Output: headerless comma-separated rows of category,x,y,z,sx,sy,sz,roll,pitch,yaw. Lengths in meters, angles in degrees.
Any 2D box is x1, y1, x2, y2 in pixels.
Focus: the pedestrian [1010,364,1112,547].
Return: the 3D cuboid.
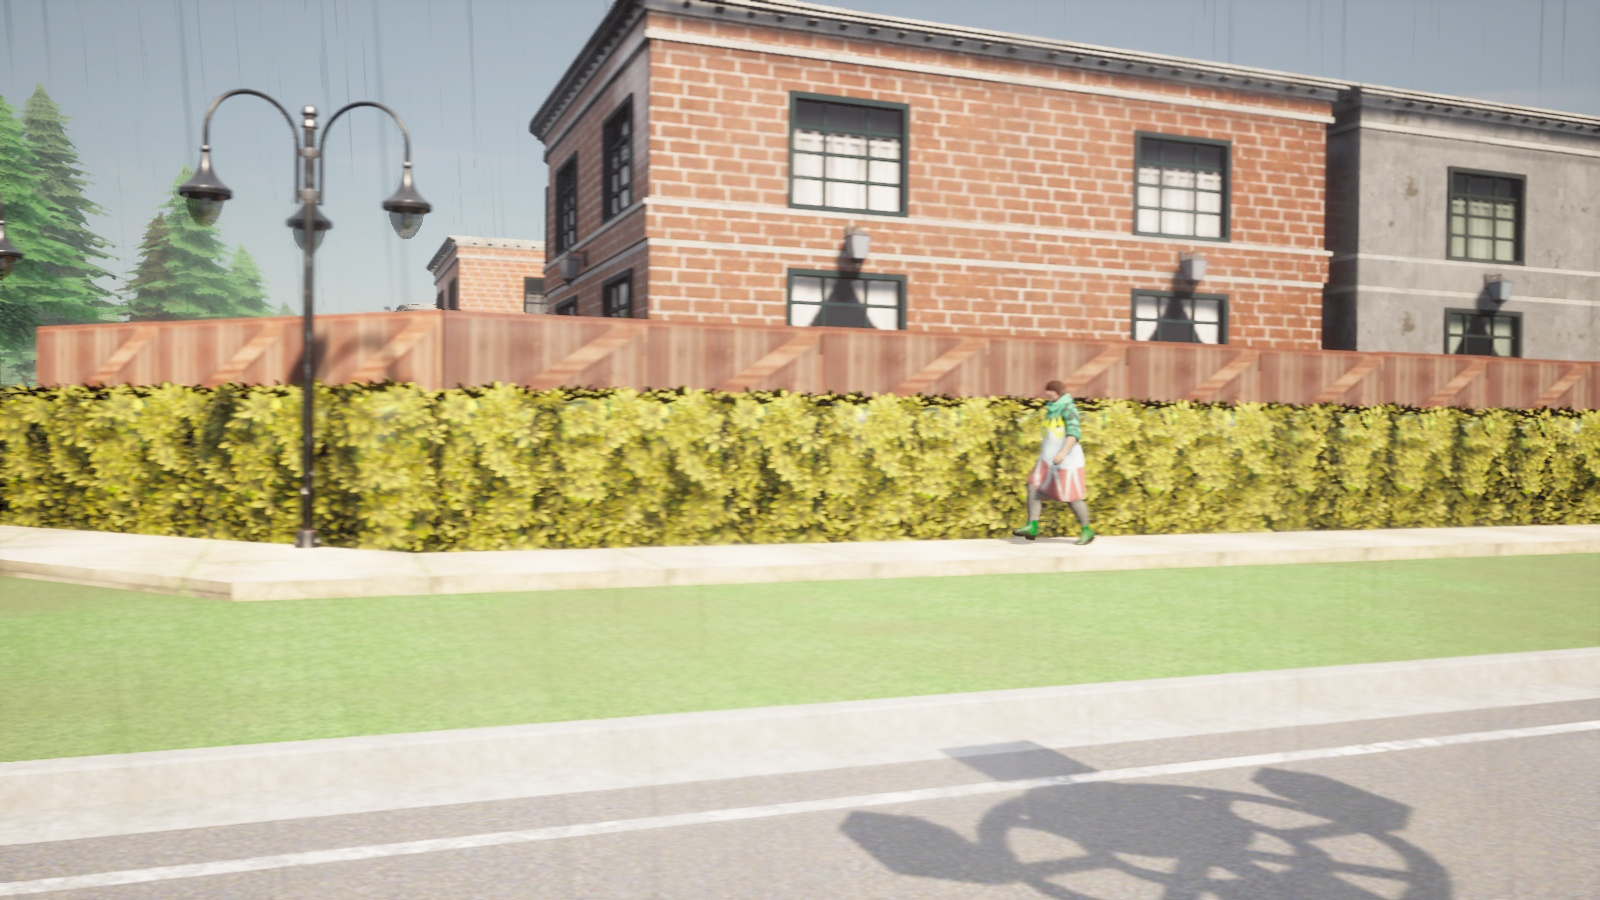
pedestrian,2.865,0.051,13.825,0.873,1.952,0.659,-1,1,-21
